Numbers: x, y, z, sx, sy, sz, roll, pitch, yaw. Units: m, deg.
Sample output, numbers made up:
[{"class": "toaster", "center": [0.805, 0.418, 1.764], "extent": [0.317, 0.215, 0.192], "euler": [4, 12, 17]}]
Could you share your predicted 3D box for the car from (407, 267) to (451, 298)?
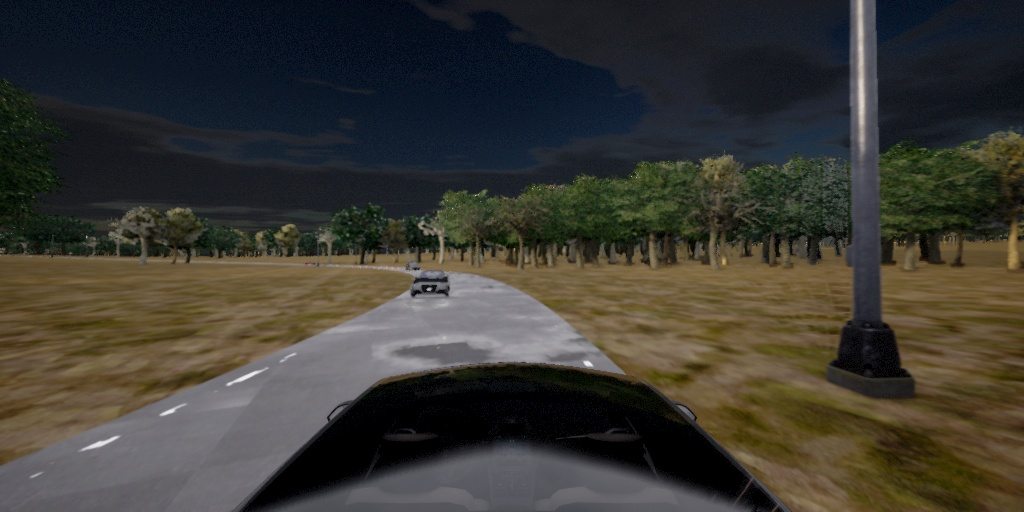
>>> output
[{"class": "car", "center": [-4.446, 1.498, 20.038], "extent": [1.994, 1.385, 4.181], "euler": [0, 0, -8]}]

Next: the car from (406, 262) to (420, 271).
[{"class": "car", "center": [-16.590, 1.788, 60.095], "extent": [1.837, 1.490, 4.892], "euler": [-1, 0, -25]}]
